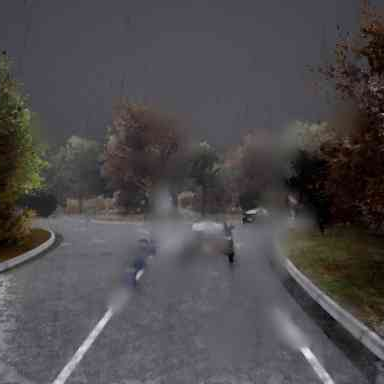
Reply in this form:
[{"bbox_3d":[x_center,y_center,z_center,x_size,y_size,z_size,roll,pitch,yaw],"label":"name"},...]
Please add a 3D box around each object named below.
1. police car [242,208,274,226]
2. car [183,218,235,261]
[{"bbox_3d":[6.587,2.351,32.476,1.930,1.638,5.238,-1,-2,30],"label":"police car"},{"bbox_3d":[0.724,1.779,13.324,1.812,1.442,4.674,0,-2,5],"label":"car"}]
